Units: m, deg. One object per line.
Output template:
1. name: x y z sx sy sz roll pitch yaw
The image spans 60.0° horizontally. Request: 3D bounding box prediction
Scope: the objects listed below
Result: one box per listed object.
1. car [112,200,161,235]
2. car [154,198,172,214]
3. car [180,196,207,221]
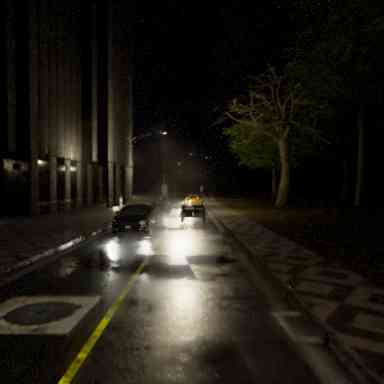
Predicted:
1. car: -3.044 1.406 18.409 1.882 1.535 5.008 0 0 0
2. car: -2.980 1.331 32.395 1.837 1.490 4.892 0 1 0
3. car: 0.098 1.370 25.933 2.128 1.511 4.902 0 0 0
